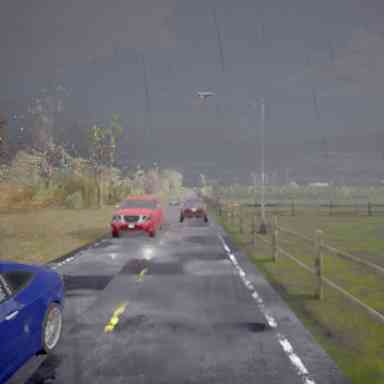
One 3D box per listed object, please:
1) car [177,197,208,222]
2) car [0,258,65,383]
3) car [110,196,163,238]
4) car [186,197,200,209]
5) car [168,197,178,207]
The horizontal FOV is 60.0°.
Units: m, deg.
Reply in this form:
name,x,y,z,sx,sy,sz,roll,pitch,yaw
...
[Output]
name,x,y,z,sx,sy,sz,roll,pitch,yaw
car,0.143,1.359,26.835,2.097,1.767,4.553,0,0,0
car,-2.846,1.528,3.396,1.812,1.442,4.674,0,0,0
car,-2.806,1.232,18.165,2.150,2.045,5.566,0,0,0
car,0.172,1.498,45.532,1.837,1.490,4.892,0,0,0
car,-2.680,1.479,51.573,2.128,1.511,4.902,0,0,0
